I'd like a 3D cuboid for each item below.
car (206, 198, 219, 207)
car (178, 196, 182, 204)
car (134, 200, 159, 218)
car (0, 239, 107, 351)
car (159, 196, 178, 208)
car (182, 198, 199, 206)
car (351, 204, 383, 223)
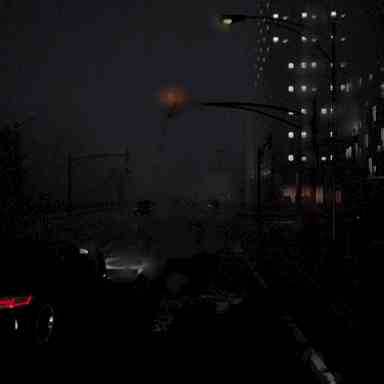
[{"bbox_3d":[3.071,1.542,50.360,2.033,1.411,5.357,0,0,5],"label":"car"},{"bbox_3d":[-2.595,1.545,63.083,2.033,1.411,5.357,0,0,5],"label":"car"},{"bbox_3d":[-4.286,1.455,30.523,1.882,1.535,5.008,0,0,-9],"label":"car"},{"bbox_3d":[-3.024,1.563,6.236,1.994,1.385,4.181,0,0,1],"label":"car"},{"bbox_3d":[-3.823,1.484,48.104,2.128,1.511,4.902,0,0,5],"label":"car"},{"bbox_3d":[0.053,1.595,53.408,1.895,1.301,4.718,0,0,5],"label":"car"},{"bbox_3d":[13.746,1.447,23.064,4.718,1.301,1.895,0,0,2],"label":"car"}]
